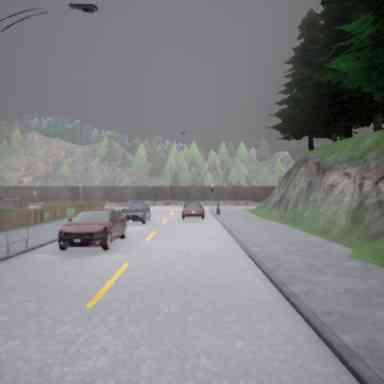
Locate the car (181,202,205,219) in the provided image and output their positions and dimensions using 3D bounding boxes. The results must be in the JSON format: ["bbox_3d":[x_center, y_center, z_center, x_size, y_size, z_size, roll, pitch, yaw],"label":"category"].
[{"bbox_3d":[0.101,1.525,28.372,1.994,1.385,4.181,0,0,0],"label":"car"}]

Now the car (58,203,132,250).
[{"bbox_3d":[-4.097,1.458,14.400,1.882,1.535,5.008,0,0,0],"label":"car"}]

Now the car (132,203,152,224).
[{"bbox_3d":[-4.092,1.514,24.658,2.033,1.411,5.357,0,0,0],"label":"car"}]
